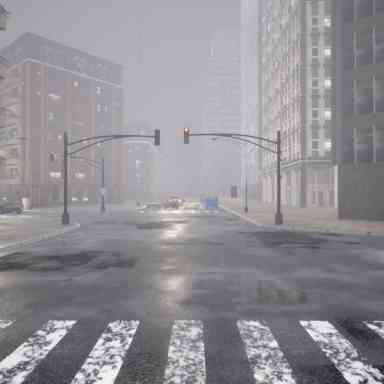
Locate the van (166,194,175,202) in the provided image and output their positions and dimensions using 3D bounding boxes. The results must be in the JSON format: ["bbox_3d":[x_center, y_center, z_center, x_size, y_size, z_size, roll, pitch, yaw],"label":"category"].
[{"bbox_3d":[-5.126,1.474,79.271,1.690,1.788,3.998,0,0,0],"label":"van"}]

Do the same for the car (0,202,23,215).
[{"bbox_3d":[-19.986,1.779,35.739,4.718,1.301,1.895,-1,-1,41],"label":"car"}]

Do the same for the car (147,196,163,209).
[{"bbox_3d":[-5.205,1.570,45.787,1.752,1.417,4.829,0,0,0],"label":"car"}]

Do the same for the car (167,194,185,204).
[{"bbox_3d":[-2.696,1.415,54.212,2.097,1.767,4.553,0,0,1],"label":"car"}]

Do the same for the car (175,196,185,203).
[{"bbox_3d":[-2.577,1.669,73.934,1.994,1.385,4.181,0,0,0],"label":"car"}]

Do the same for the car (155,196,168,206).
[{"bbox_3d":[-5.178,1.510,57.063,1.967,1.590,4.097,0,0,0],"label":"car"}]

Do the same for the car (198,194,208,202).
[{"bbox_3d":[2.765,1.467,84.807,2.192,1.841,5.009,0,0,0],"label":"car"}]

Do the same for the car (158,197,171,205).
[{"bbox_3d":[-5.166,1.650,62.615,1.947,1.339,4.313,0,0,0],"label":"car"}]

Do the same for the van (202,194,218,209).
[{"bbox_3d":[2.677,1.386,45.939,1.690,1.788,3.998,0,0,0],"label":"van"}]

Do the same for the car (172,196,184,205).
[{"bbox_3d":[-2.647,1.580,64.052,2.128,1.511,4.902,0,0,1],"label":"car"}]

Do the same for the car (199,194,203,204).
[{"bbox_3d":[2.727,1.644,68.148,1.887,1.381,4.507,0,0,0],"label":"car"}]

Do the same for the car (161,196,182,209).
[{"bbox_3d":[-2.723,1.644,45.086,1.895,1.301,4.718,0,0,0],"label":"car"}]
